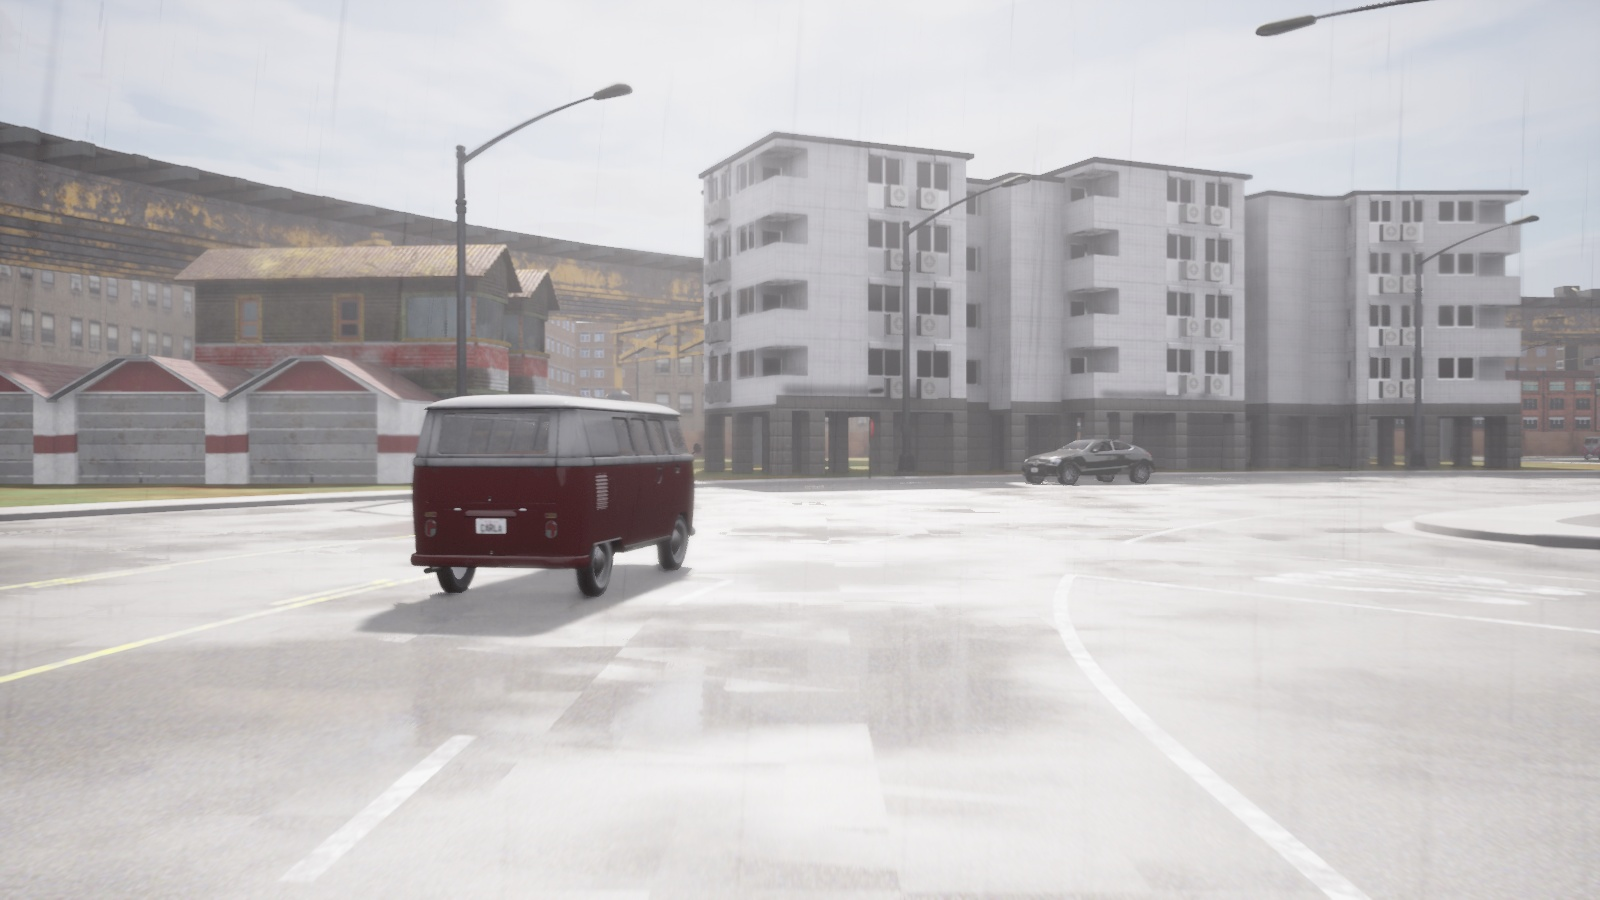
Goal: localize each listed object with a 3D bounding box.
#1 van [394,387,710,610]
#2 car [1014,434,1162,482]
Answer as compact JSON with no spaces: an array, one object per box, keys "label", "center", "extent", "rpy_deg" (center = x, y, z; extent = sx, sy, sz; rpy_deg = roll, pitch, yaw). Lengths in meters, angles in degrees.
[{"label":"van","center":[-2.426,0.421,13.577],"extent":[1.775,1.987,4.442],"rpy_deg":[0,0,11]},{"label":"car","center":[10.481,0.276,45.630],"extent":[5.027,1.651,2.152],"rpy_deg":[0,0,-28]}]
